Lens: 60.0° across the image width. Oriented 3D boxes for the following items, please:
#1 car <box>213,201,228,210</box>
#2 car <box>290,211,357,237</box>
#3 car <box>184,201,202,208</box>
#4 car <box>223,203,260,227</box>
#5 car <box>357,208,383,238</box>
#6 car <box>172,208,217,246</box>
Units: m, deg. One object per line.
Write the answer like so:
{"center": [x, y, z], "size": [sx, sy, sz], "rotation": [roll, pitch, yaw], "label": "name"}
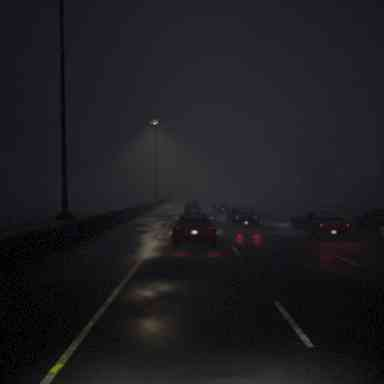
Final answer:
{"center": [3.612, 1.746, 41.124], "size": [1.895, 1.301, 4.718], "rotation": [0, 0, 0], "label": "car"}
{"center": [7.105, 1.725, 18.867], "size": [1.895, 1.301, 4.718], "rotation": [0, 0, 0], "label": "car"}
{"center": [0.110, 1.682, 36.778], "size": [1.812, 1.442, 4.674], "rotation": [0, 0, 0], "label": "car"}
{"center": [3.607, 1.747, 24.316], "size": [1.895, 1.301, 4.718], "rotation": [0, 0, 0], "label": "car"}
{"center": [10.606, 1.599, 18.294], "size": [1.882, 1.535, 5.008], "rotation": [0, 0, 0], "label": "car"}
{"center": [0.105, 1.672, 15.998], "size": [1.994, 1.385, 4.181], "rotation": [0, 0, 0], "label": "car"}
